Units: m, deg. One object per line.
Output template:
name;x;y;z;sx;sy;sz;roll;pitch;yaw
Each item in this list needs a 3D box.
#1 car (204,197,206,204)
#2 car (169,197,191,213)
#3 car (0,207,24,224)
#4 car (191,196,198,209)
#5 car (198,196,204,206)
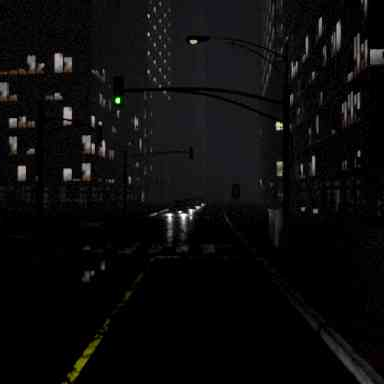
car;1.803;1.652;67.029;2.033;1.411;5.357;0;0;8
car;-1.466;1.605;37.781;1.812;1.442;4.674;0;0;5
car;-16.458;1.932;27.982;4.403;1.369;2.008;-1;0;10
car;-0.654;1.617;46.747;1.812;1.442;4.674;0;0;5
car;0.416;1.452;56.563;2.097;1.767;4.553;0;0;7
